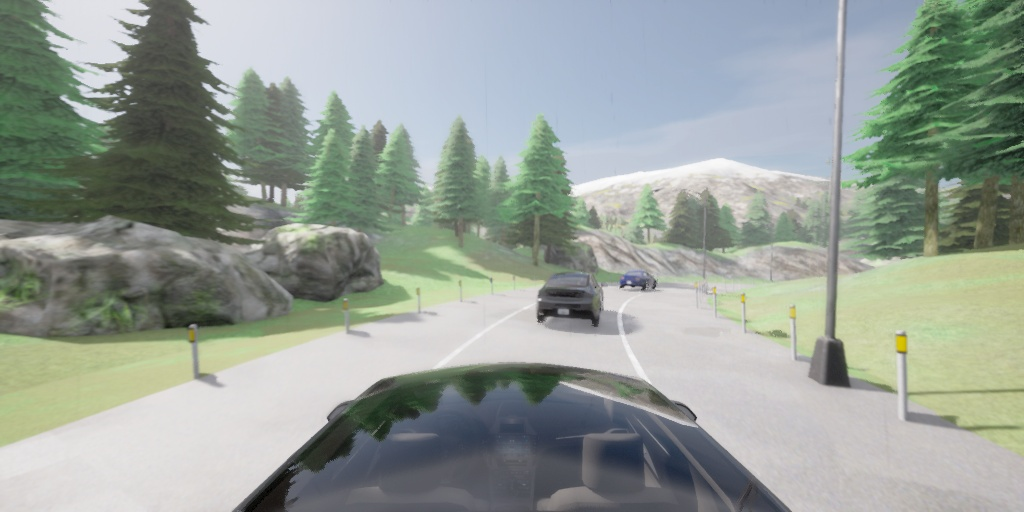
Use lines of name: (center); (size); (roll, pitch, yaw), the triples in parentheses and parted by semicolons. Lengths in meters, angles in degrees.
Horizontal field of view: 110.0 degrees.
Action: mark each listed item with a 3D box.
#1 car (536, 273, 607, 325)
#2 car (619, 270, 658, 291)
car: (2.070, 1.287, 12.037); (1.837, 1.490, 4.892); (1, 0, 16)
car: (9.672, 1.819, 27.397); (1.812, 1.442, 4.674); (2, -2, 35)
